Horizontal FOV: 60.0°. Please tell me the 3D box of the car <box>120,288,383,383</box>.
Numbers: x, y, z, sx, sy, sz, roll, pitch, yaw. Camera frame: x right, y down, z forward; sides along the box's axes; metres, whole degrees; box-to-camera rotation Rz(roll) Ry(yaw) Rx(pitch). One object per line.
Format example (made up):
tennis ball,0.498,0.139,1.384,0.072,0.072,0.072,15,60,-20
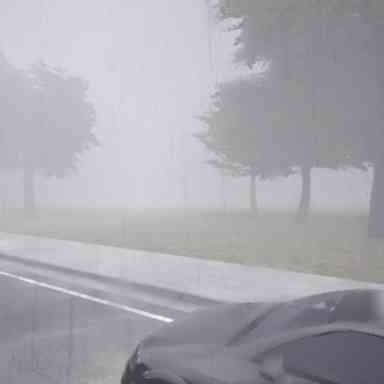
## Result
car,1.366,1.565,2.711,4.181,1.385,1.994,0,0,35
